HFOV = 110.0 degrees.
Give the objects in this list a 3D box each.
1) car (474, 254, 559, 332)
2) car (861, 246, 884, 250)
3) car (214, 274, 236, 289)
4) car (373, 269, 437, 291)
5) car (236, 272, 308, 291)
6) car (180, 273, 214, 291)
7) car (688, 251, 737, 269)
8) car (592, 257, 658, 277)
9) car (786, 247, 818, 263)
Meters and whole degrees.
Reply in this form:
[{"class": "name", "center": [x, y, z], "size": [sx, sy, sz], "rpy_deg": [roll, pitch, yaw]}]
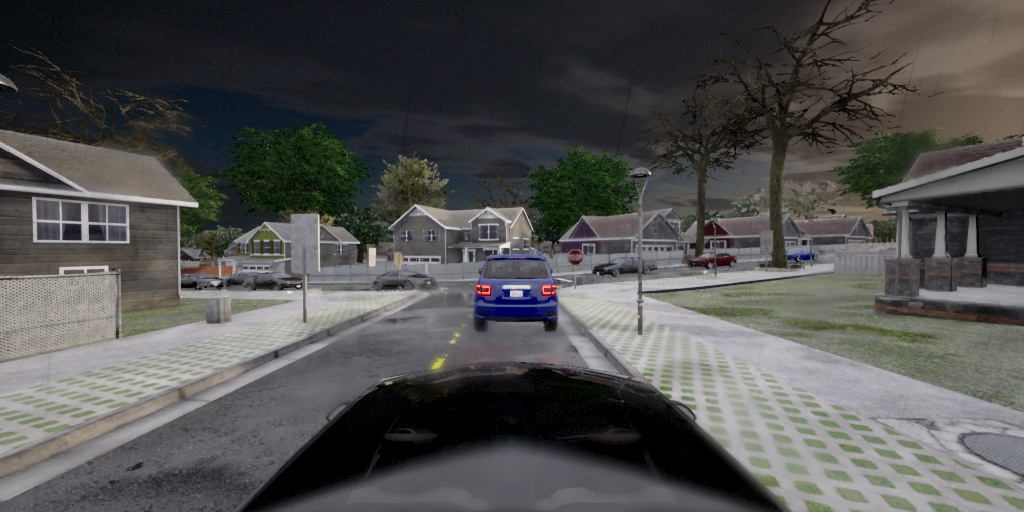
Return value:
[{"class": "car", "center": [0.116, 0.968, 11.021], "size": [2.150, 2.045, 5.566], "rpy_deg": [0, 0, 0]}, {"class": "car", "center": [40.130, -0.352, 39.743], "size": [5.357, 1.411, 2.033], "rpy_deg": [-2, 2, -25]}, {"class": "car", "center": [-25.038, 2.212, 33.780], "size": [5.357, 1.411, 2.033], "rpy_deg": [-2, 0, 22]}, {"class": "car", "center": [-6.934, 1.571, 23.184], "size": [4.181, 1.385, 1.994], "rpy_deg": [-2, 1, 26]}, {"class": "car", "center": [-18.502, 1.984, 27.967], "size": [5.357, 1.411, 2.033], "rpy_deg": [-2, 0, 22]}, {"class": "car", "center": [-27.664, 2.260, 31.666], "size": [4.902, 1.511, 2.128], "rpy_deg": [-2, 0, 22]}, {"class": "car", "center": [18.327, 0.329, 32.768], "size": [5.008, 1.535, 1.882], "rpy_deg": [-3, 2, -25]}, {"class": "car", "center": [8.996, 0.808, 28.466], "size": [5.357, 1.411, 2.033], "rpy_deg": [-3, 2, -23]}, {"class": "car", "center": [30.707, -0.162, 38.551], "size": [5.008, 1.535, 1.882], "rpy_deg": [-2, 2, -25]}]
